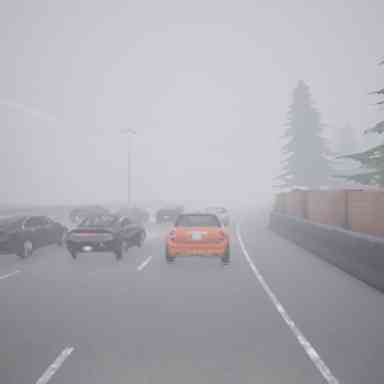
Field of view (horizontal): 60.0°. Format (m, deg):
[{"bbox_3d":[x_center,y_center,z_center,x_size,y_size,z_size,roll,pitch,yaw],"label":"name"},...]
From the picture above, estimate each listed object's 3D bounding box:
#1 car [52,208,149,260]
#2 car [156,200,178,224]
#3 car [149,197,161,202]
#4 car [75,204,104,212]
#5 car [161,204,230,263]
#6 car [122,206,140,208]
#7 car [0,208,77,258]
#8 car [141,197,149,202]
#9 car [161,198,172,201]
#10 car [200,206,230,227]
[{"bbox_3d":[-3.159,1.613,13.062,2.128,1.511,4.902,0,0,5],"label":"car"},{"bbox_3d":[-1.472,1.732,26.984,1.882,1.535,5.008,0,0,10],"label":"car"},{"bbox_3d":[-7.946,2.301,83.100,2.128,1.511,4.902,0,-1,27],"label":"car"},{"bbox_3d":[-8.410,1.763,27.969,1.837,1.490,4.892,0,0,10],"label":"car"},{"bbox_3d":[0.313,1.471,12.607,2.097,1.767,4.553,0,-1,4],"label":"car"},{"bbox_3d":[-4.952,1.819,27.408,1.994,1.385,4.181,0,0,10],"label":"car"},{"bbox_3d":[-6.650,1.627,13.309,1.837,1.490,4.892,0,0,4],"label":"car"},{"bbox_3d":[-10.955,2.142,84.894,2.097,1.767,4.553,0,-1,27],"label":"car"},{"bbox_3d":[-4.933,2.349,81.303,1.895,1.301,4.718,0,-1,27],"label":"car"},{"bbox_3d":[1.909,1.850,26.054,1.895,1.301,4.718,0,-1,10],"label":"car"}]
